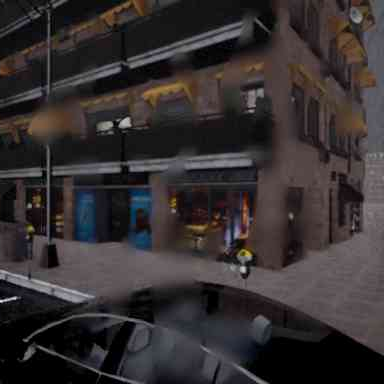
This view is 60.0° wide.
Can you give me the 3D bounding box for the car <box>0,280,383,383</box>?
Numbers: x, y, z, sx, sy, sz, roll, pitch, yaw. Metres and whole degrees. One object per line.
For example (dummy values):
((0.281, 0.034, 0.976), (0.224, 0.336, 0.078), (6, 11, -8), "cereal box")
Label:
((-0.357, 1.564, 3.130), (4.313, 1.339, 1.947), (0, 0, 36), "car")
